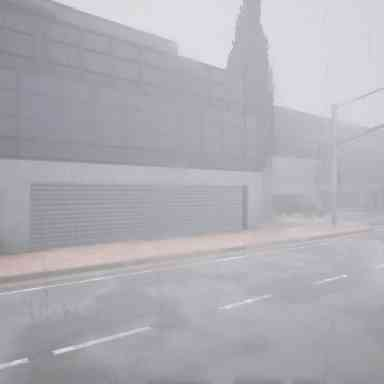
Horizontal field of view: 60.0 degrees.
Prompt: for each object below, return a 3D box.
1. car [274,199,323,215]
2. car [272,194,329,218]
[{"bbox_3d":[10.960,1.526,34.480,1.812,1.442,4.674,0,0,-37],"label":"car"},{"bbox_3d":[9.615,1.222,30.422,2.150,2.045,5.566,0,0,-37],"label":"car"}]
